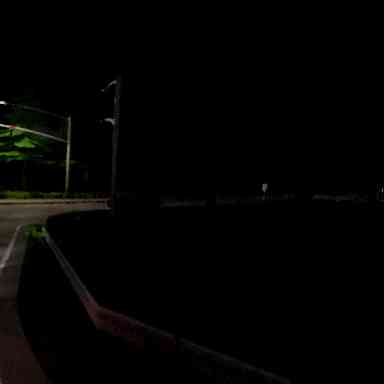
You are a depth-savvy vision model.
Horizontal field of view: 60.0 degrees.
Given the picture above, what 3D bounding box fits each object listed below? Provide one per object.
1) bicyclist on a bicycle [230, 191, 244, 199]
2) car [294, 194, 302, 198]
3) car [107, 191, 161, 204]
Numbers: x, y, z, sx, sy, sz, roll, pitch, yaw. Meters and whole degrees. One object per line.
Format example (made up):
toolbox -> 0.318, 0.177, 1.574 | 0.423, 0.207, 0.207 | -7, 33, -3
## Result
bicyclist on a bicycle -> 4.445, 0.714, 31.922 | 1.656, 1.620, 0.582 | 41, 23, 28
car -> 18.770, 0.778, 56.050 | 1.837, 1.490, 4.892 | 5, 3, 38
car -> -4.548, 0.720, 26.860 | 2.128, 1.511, 4.902 | 5, 3, 39
